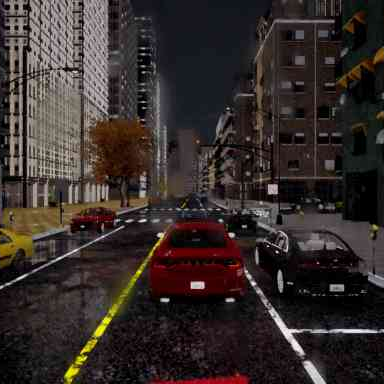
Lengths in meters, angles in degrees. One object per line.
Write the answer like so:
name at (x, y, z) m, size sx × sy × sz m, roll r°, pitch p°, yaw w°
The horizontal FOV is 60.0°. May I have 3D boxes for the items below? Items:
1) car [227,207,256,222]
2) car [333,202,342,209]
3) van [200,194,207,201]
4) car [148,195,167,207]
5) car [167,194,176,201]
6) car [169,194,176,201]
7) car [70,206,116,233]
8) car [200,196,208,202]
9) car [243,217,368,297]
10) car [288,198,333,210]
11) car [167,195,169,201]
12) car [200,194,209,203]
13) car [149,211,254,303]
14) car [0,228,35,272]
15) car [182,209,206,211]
car at (2.722, 1.555, 19.438) m, size 2.008 × 1.369 × 4.403 m, roll 0°, pitch 0°, yaw 0°
car at (18.889, 1.259, 38.870) m, size 4.829 × 1.417 × 1.752 m, roll -1°, pitch 1°, yaw 0°
van at (2.835, 1.424, 84.964) m, size 1.690 × 1.788 × 3.998 m, roll 0°, pitch 0°, yaw 0°
car at (-5.603, 1.349, 51.841) m, size 2.192 × 1.841 × 5.009 m, roll 0°, pitch 0°, yaw 0°
car at (-5.537, 1.409, 90.500) m, size 2.192 × 1.841 × 5.009 m, roll 0°, pitch 0°, yaw 0°
car at (-5.546, 1.649, 84.978) m, size 1.947 × 1.339 × 4.313 m, roll 0°, pitch 0°, yaw 0°
car at (-5.658, 1.549, 19.452) m, size 1.887 × 1.381 × 4.507 m, roll 0°, pitch 0°, yaw 0°
car at (2.826, 1.598, 79.610) m, size 1.752 × 1.417 × 4.829 m, roll 0°, pitch 0°, yaw 0°
car at (2.703, 1.551, 8.372) m, size 2.008 × 1.369 × 4.403 m, roll 0°, pitch 0°, yaw 0°
car at (13.492, 1.359, 38.825) m, size 4.403 × 1.369 × 2.008 m, roll -1°, pitch 1°, yaw 0°
car at (-5.593, 1.607, 57.363) m, size 1.947 × 1.339 × 4.313 m, roll 0°, pitch 0°, yaw 0°
car at (2.816, 1.630, 73.917) m, size 1.947 × 1.339 × 4.313 m, roll 0°, pitch 0°, yaw 0°
car at (0.105, 1.478, 8.278) m, size 1.882 × 1.535 × 5.008 m, roll 0°, pitch 0°, yaw 0°
car at (-5.677, 1.526, 8.217) m, size 1.752 × 1.417 × 4.829 m, roll 0°, pitch 0°, yaw 0°
car at (0.118, 1.605, 18.369) m, size 1.895 × 1.301 × 4.718 m, roll 0°, pitch 0°, yaw 0°
